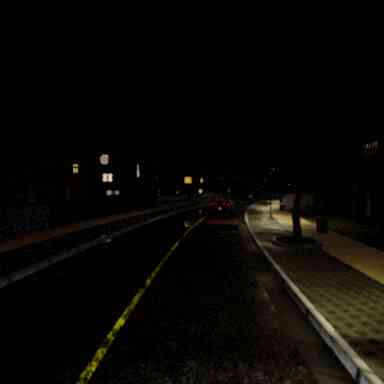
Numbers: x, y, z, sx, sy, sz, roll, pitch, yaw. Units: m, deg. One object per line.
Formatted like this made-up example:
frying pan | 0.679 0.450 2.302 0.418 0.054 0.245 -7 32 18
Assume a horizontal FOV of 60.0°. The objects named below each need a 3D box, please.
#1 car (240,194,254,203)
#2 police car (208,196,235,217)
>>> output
car | 9.167 0.983 55.652 2.033 1.411 5.357 1 1 17
police car | 2.490 1.104 27.564 2.038 1.542 4.974 0 0 9
